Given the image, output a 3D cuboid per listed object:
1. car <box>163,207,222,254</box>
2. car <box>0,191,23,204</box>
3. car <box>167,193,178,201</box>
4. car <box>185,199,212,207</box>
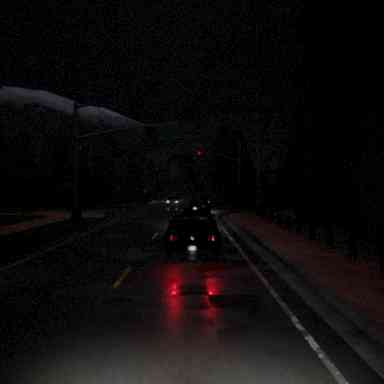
[{"bbox_3d":[0.034,1.458,12.694,1.895,1.301,4.718,0,1,1],"label":"car"},{"bbox_3d":[-25.025,0.656,45.297,1.932,1.855,4.605,0,1,-1],"label":"car"},{"bbox_3d":[-3.539,0.841,61.537,1.812,1.442,4.674,0,1,1],"label":"car"},{"bbox_3d":[0.548,1.247,28.484,1.994,1.385,4.181,0,1,9],"label":"car"}]
